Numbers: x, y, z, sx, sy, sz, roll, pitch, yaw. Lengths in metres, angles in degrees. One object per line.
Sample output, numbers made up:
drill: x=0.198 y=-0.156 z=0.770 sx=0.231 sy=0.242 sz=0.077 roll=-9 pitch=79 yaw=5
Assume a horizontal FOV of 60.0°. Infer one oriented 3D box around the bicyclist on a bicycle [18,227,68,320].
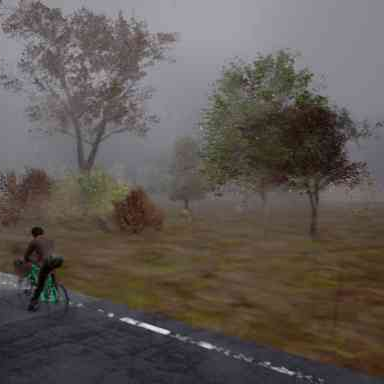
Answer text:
bicyclist on a bicycle: x=-2.809 y=1.483 z=6.211 sx=1.656 sy=1.620 sz=0.582 roll=0 pitch=-1 yaw=35
